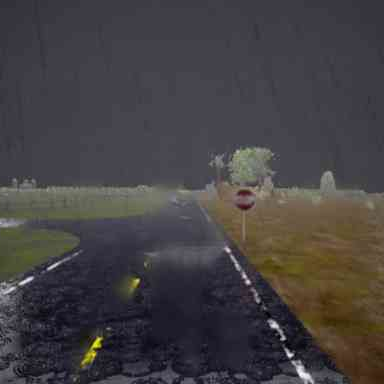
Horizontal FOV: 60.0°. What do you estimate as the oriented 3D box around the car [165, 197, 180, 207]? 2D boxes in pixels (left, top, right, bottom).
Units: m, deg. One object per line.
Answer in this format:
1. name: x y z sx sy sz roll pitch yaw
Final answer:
1. car: -2.765 1.414 48.802 1.994 1.385 4.181 0 0 0
